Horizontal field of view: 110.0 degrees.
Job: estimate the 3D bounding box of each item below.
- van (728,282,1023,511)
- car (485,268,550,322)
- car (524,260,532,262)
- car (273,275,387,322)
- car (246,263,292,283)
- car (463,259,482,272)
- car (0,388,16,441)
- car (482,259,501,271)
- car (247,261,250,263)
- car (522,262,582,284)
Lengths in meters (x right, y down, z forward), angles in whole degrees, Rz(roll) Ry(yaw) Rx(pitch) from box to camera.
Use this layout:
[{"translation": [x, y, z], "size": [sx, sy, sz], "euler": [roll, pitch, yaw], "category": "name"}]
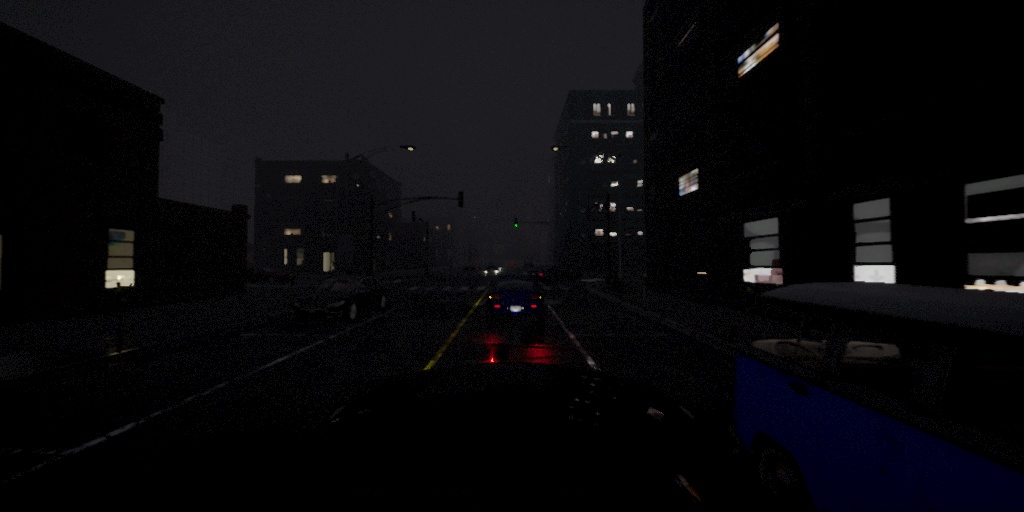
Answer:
[{"translation": [2.692, 1.090, 1.532], "size": [1.690, 1.789, 3.998], "euler": [0, 0, 0], "category": "van"}, {"translation": [0.097, 1.314, 12.359], "size": [1.812, 1.442, 4.674], "euler": [0, 0, 0], "category": "car"}, {"translation": [2.686, 1.405, 61.739], "size": [1.967, 1.591, 4.097], "euler": [0, 0, 0], "category": "car"}, {"translation": [-5.691, 1.339, 12.353], "size": [2.007, 1.370, 4.403], "euler": [0, 0, 0], "category": "car"}, {"translation": [-19.296, 1.455, 27.598], "size": [4.507, 1.381, 1.888], "euler": [0, 0, 1], "category": "car"}, {"translation": [-5.771, 1.469, 50.308], "size": [1.888, 1.381, 4.507], "euler": [0, 0, 0], "category": "car"}, {"translation": [-5.689, 1.189, 1.539], "size": [1.967, 1.591, 4.097], "euler": [0, 0, 0], "category": "car"}, {"translation": [-3.075, 1.418, 54.913], "size": [1.882, 1.535, 5.008], "euler": [0, 0, 0], "category": "car"}, {"translation": [-23.597, 1.229, 30.380], "size": [5.566, 2.045, 2.150], "euler": [0, -1, 1], "category": "car"}, {"translation": [3.327, 1.386, 28.065], "size": [2.033, 1.411, 5.357], "euler": [-1, -1, 44], "category": "car"}]
